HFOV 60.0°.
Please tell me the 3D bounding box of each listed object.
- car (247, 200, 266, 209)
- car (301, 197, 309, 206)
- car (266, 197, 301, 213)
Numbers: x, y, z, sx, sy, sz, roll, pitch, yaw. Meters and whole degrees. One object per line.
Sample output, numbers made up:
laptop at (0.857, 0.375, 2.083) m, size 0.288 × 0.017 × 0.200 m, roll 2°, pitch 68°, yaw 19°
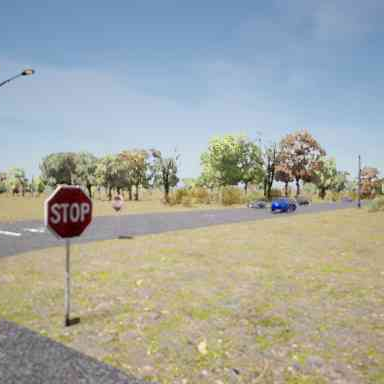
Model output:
car at (10.985, 2.166, 56.271) m, size 2.128 × 1.511 × 4.902 m, roll 1°, pitch 1°, yaw 36°
car at (24.836, 2.120, 75.481) m, size 2.150 × 2.045 × 5.566 m, roll 1°, pitch 0°, yaw 36°
car at (13.041, 1.846, 47.146) m, size 2.150 × 2.045 × 5.566 m, roll 1°, pitch 0°, yaw 36°
